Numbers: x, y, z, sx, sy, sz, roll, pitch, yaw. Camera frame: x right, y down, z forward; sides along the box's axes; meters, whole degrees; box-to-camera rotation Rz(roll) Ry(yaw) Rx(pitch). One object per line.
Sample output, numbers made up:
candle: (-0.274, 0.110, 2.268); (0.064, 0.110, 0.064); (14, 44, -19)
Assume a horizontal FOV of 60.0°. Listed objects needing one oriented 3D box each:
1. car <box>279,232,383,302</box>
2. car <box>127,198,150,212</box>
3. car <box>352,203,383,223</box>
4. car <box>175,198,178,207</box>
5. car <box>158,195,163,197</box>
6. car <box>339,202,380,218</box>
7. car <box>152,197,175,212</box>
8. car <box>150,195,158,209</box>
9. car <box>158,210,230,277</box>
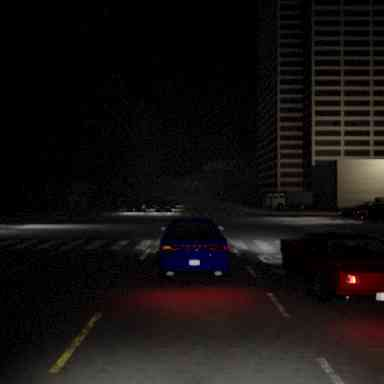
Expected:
car: (3.603, 1.661, 8.364); (1.895, 1.301, 4.718); (0, 0, 1)
car: (-7.107, 1.853, 43.264); (2.033, 1.411, 5.357); (0, 0, 0)
car: (15.840, 1.734, 26.666); (4.718, 1.301, 1.895); (0, 0, 0)
car: (-3.609, 1.931, 51.973); (1.994, 1.385, 4.181); (0, 0, 0)
car: (-7.032, 1.705, 68.311); (2.150, 2.045, 5.566); (0, -1, 0)
car: (15.902, 1.649, 30.167); (4.902, 1.511, 2.128); (0, 0, 0)
car: (-3.605, 1.808, 42.953); (1.837, 1.490, 4.892); (0, 0, 0)
car: (-7.109, 1.724, 52.699); (2.097, 1.767, 4.553); (0, 0, 0)
car: (0.022, 1.552, 10.490); (1.882, 1.535, 5.008); (0, 0, -1)
